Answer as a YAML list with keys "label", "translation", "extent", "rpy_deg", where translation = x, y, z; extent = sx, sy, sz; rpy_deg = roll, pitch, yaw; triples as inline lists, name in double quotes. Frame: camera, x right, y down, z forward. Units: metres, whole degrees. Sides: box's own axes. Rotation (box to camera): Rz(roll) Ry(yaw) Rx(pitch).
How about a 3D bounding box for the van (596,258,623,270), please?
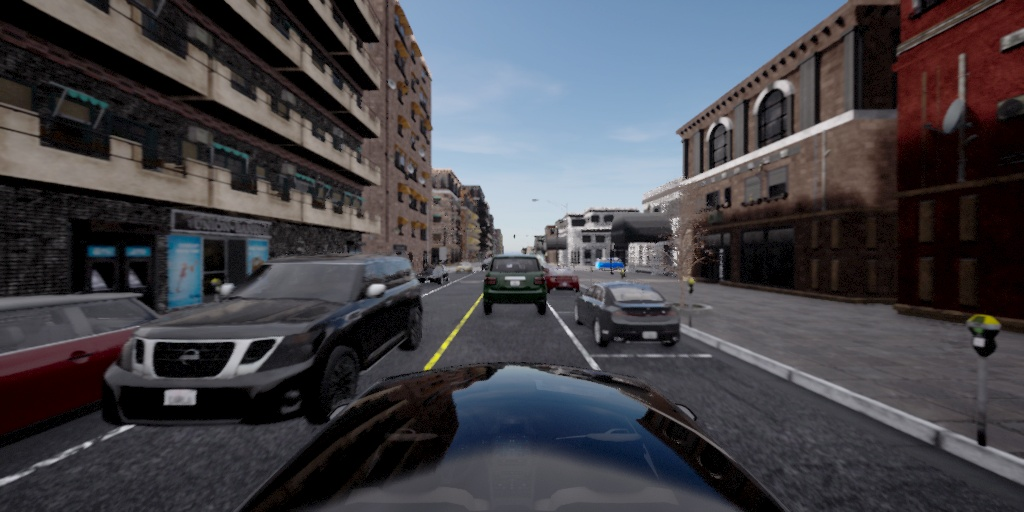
- label: "van"
  translation: [14.649, 1.237, 54.123]
  extent: [3.998, 1.789, 1.690]
  rpy_deg: [0, 0, 0]

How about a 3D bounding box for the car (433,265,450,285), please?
- label: "car"
  translation: [-5.694, 1.344, 26.265]
  extent: [1.948, 1.339, 4.313]
  rpy_deg: [0, 0, 0]

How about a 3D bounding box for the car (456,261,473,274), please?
- label: "car"
  translation: [-5.696, 1.334, 43.185]
  extent: [1.751, 1.417, 4.829]
  rpy_deg: [0, 0, 0]

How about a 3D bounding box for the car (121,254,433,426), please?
- label: "car"
  translation: [-3.101, 0.975, 6.114]
  extent: [2.150, 2.045, 5.566]
  rpy_deg: [0, 0, 0]

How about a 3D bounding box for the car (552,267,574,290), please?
- label: "car"
  translation: [2.688, 1.315, 20.564]
  extent: [1.888, 1.381, 4.507]
  rpy_deg: [0, 0, 0]

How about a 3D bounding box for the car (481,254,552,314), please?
- label: "car"
  translation: [0.100, 0.979, 13.946]
  extent: [2.150, 2.045, 5.566]
  rpy_deg: [0, -1, 0]

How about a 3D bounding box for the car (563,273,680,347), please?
- label: "car"
  translation: [2.689, 1.307, 9.172]
  extent: [2.007, 1.370, 4.403]
  rpy_deg: [0, 0, 0]

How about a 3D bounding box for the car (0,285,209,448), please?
- label: "car"
  translation: [-5.691, 1.191, 3.479]
  extent: [1.967, 1.591, 4.097]
  rpy_deg: [0, 0, 0]

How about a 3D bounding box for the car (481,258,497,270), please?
- label: "car"
  translation: [-3.006, 1.013, 47.611]
  extent: [1.882, 1.535, 5.008]
  rpy_deg: [0, 0, 0]
